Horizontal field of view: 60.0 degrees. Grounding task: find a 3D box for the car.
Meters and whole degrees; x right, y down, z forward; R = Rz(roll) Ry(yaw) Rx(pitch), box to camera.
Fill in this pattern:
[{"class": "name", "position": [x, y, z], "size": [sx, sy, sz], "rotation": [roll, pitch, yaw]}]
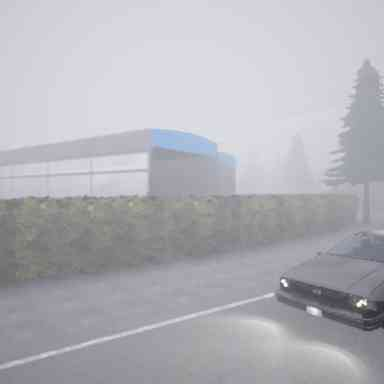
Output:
[{"class": "car", "position": [4.131, 1.545, 6.954], "size": [5.357, 1.411, 2.033], "rotation": [0, 0, -36]}]
